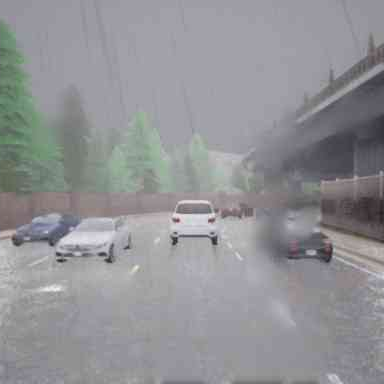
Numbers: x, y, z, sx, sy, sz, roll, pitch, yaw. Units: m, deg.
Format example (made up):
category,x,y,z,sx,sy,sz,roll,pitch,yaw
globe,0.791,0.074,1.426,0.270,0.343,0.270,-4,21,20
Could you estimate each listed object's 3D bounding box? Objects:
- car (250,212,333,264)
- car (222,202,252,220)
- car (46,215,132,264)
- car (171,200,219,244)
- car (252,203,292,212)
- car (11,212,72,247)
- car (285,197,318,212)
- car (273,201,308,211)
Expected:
category,x,y,z,sx,sy,sz,roll,pitch,yaw
car,3.590,1.680,12.300,1.812,1.442,4.674,0,-1,0
car,4.770,1.772,33.692,2.097,1.767,4.553,0,-1,29
car,-3.511,1.685,12.691,1.812,1.442,4.674,0,-1,1
car,0.193,1.438,17.172,2.150,2.045,5.566,0,-1,2
car,7.878,2.006,32.447,1.895,1.301,4.718,0,-1,31
car,-6.880,1.731,16.383,1.812,1.442,4.674,0,-1,3
car,15.989,1.831,49.080,5.566,2.045,2.150,0,-1,-27
car,15.661,2.205,52.785,5.357,1.411,2.033,0,-1,-25
